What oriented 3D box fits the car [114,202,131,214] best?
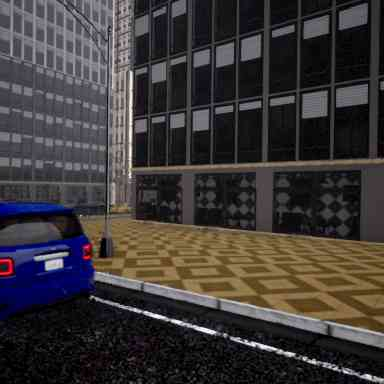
[{"bbox_3d":[-7.298,1.837,38.709,1.752,1.417,4.829,1,0,36],"label":"car"}]

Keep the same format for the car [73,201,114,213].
[{"bbox_3d":[-12.293,1.816,41.682,1.895,1.301,4.718,1,0,36],"label":"car"}]

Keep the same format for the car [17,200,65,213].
[{"bbox_3d":[-17.593,1.652,38.874,1.752,1.417,4.829,1,0,36],"label":"car"}]

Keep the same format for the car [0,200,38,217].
[{"bbox_3d":[-18.382,1.617,33.429,2.128,1.511,4.902,1,0,36],"label":"car"}]

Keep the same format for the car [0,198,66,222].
[{"bbox_3d":[-14.097,1.527,29.498,2.192,1.841,5.009,1,0,36],"label":"car"}]

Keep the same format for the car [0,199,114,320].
[{"bbox_3d":[-4.369,1.222,6.797,5.566,2.045,2.150,0,0,35],"label":"car"}]
